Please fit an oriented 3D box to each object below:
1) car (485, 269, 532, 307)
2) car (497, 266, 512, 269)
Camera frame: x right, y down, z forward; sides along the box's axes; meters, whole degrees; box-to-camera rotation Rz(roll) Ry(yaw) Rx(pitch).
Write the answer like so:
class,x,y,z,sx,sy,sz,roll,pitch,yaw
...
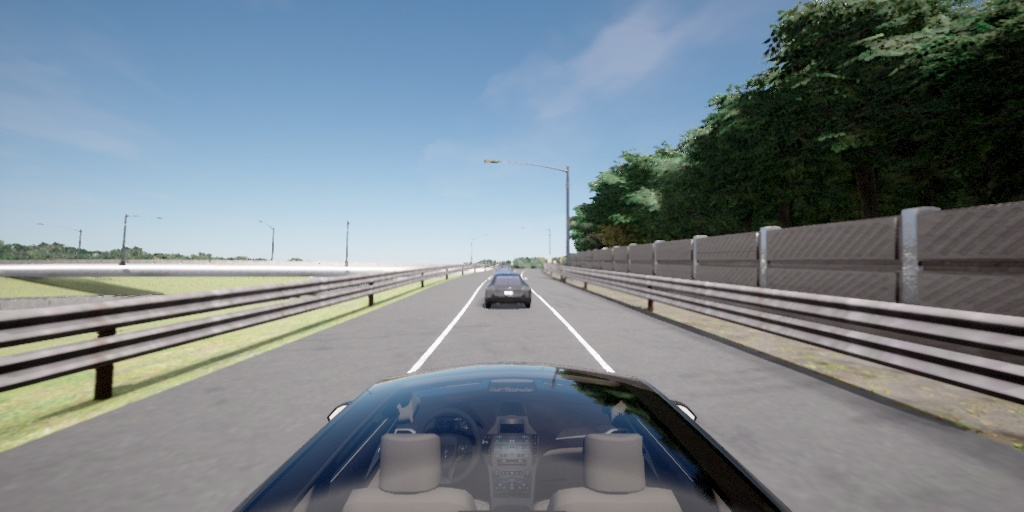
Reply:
class,x,y,z,sx,sy,sz,roll,pitch,yaw
car,-0.200,1.459,16.299,1.994,1.385,4.181,0,0,-2
car,-0.650,1.582,30.963,2.033,1.411,5.357,0,-1,-1
